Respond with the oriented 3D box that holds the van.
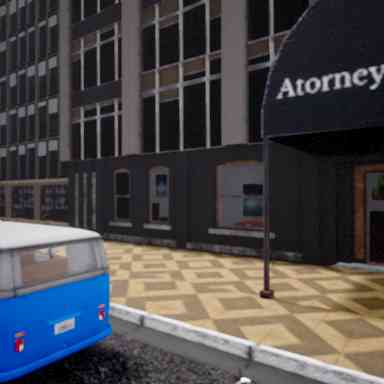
[{"bbox_3d":[-3.015,1.355,5.007,3.998,1.788,1.690,0,0,35],"label":"van"}]
